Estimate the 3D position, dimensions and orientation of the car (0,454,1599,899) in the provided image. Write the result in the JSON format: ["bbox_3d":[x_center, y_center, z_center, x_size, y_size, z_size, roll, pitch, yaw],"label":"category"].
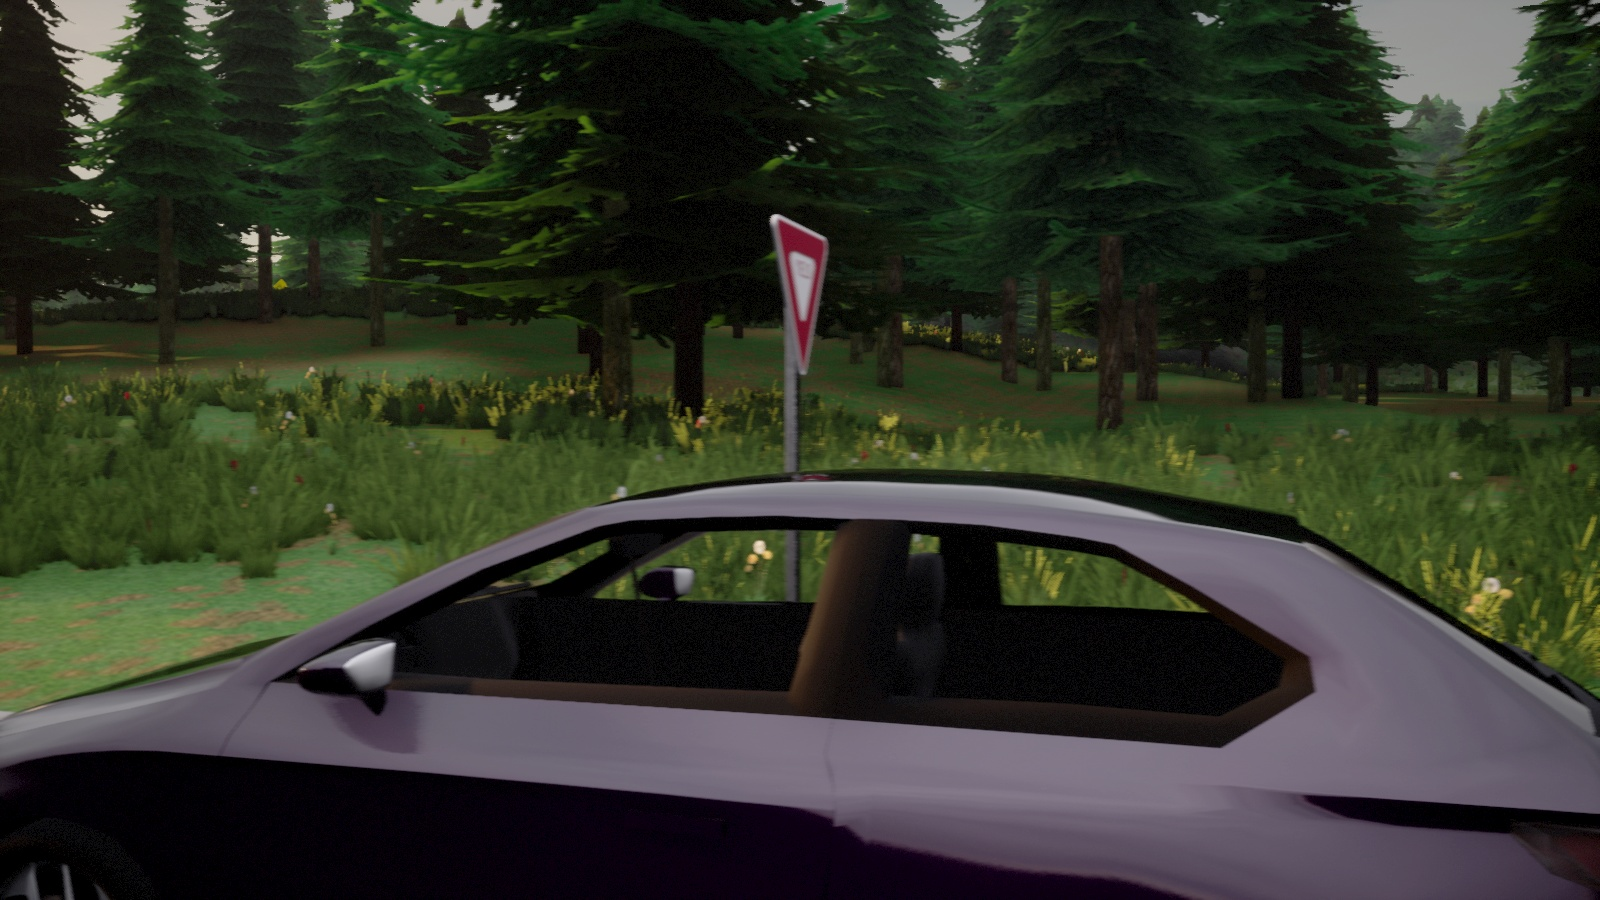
[{"bbox_3d":[-0.263,0.787,3.281,4.193,1.474,1.816,1,1,19],"label":"car"}]
